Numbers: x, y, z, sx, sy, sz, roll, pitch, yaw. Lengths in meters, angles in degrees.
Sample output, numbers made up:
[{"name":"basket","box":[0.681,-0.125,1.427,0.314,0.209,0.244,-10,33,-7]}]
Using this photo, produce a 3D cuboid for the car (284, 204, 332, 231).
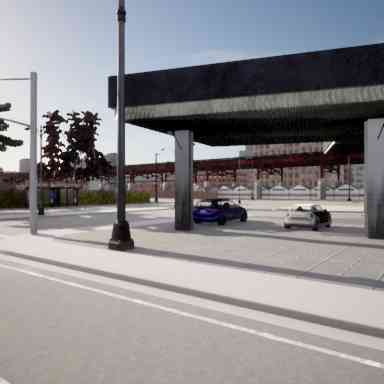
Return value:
[{"name":"car","box":[7.112,1.455,20.206,1.970,1.475,3.806,0,0,37]}]

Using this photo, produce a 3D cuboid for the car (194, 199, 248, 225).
[{"name":"car","box":[2.032,1.294,22.995,2.242,1.667,4.611,0,0,37]}]
